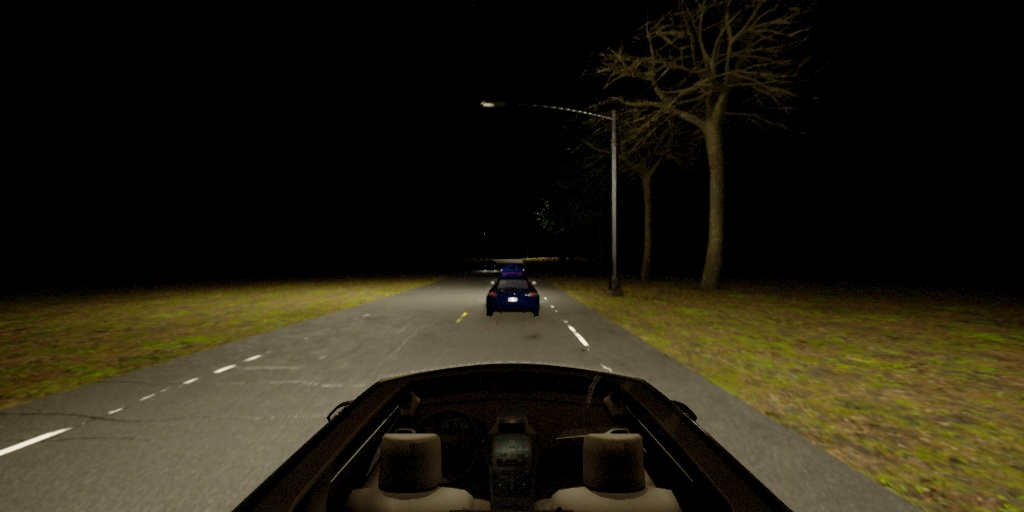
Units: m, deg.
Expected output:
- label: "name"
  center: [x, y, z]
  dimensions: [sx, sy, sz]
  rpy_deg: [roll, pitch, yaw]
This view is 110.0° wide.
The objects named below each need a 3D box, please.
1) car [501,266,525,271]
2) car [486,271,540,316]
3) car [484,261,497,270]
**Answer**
- label: "car"
  center: [0.050, 1.546, 30.314]
  dimensions: [1.882, 1.535, 5.008]
  rpy_deg: [0, 0, 0]
- label: "car"
  center: [0.045, 1.489, 14.354]
  dimensions: [1.994, 1.385, 4.181]
  rpy_deg: [0, -1, 1]
- label: "car"
  center: [-3.556, 1.566, 59.883]
  dimensions: [1.882, 1.535, 5.008]
  rpy_deg: [0, 0, 1]
